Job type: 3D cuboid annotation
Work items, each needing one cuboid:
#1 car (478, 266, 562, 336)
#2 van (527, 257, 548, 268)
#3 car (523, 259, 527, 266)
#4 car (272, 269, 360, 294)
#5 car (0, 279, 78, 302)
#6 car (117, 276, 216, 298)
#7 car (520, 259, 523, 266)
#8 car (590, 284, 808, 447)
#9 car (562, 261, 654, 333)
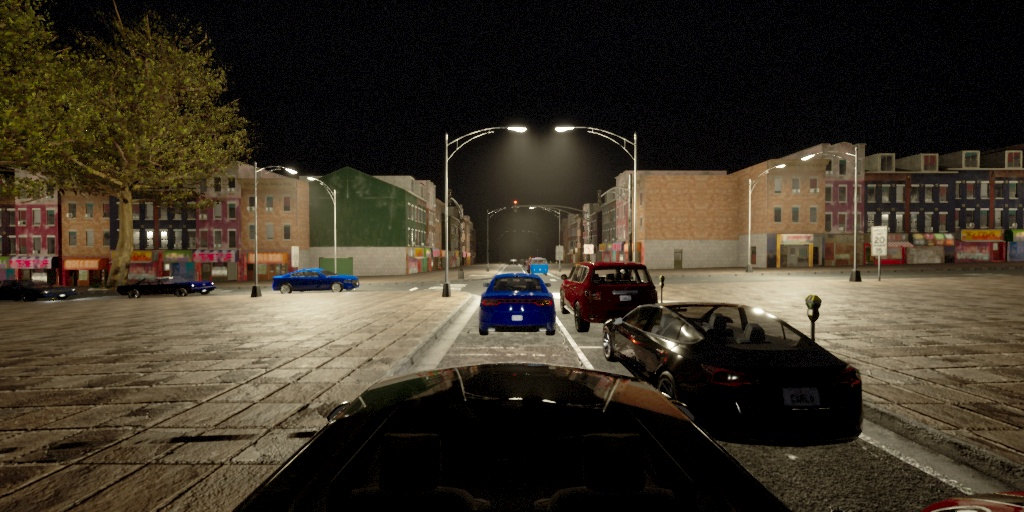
[{"bbox_3d":[0.147,1.227,10.460,1.882,1.535,5.008,0,0,1],"label":"car"},{"bbox_3d":[2.770,1.102,37.096,1.690,1.789,3.998,0,0,0],"label":"van"},{"bbox_3d":[2.791,1.082,42.502,2.192,1.841,5.009,0,0,0],"label":"car"},{"bbox_3d":[-12.235,1.540,22.524,5.008,1.535,1.882,-2,1,-1],"label":"car"},{"bbox_3d":[-30.965,2.179,22.589,5.357,1.411,2.033,-2,1,1],"label":"car"},{"bbox_3d":[-21.566,1.938,22.556,4.718,1.301,1.895,-2,1,0],"label":"car"},{"bbox_3d":[2.874,1.354,64.127,2.007,1.370,4.403,0,0,0],"label":"car"},{"bbox_3d":[2.647,1.315,5.333,1.948,1.339,4.313,0,0,0],"label":"car"},{"bbox_3d":[2.668,1.063,10.736,2.192,1.841,5.009,0,0,0],"label":"car"}]
